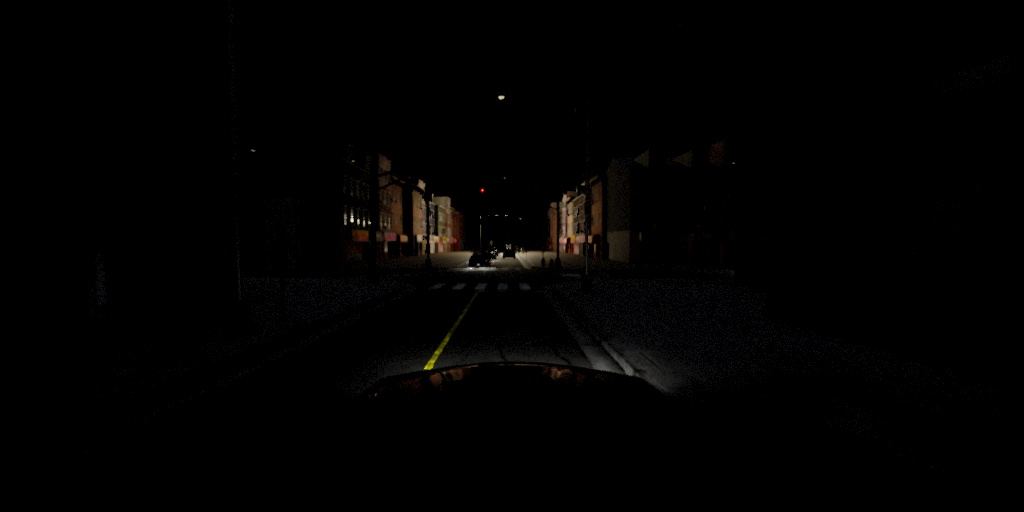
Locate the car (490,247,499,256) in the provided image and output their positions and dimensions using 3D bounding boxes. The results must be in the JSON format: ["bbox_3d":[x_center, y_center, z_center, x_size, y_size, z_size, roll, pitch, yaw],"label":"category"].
[{"bbox_3d":[-2.992,-0.273,46.664,1.837,1.490,4.892,0,2,-1],"label":"car"}]

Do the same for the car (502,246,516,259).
[{"bbox_3d":[-0.388,-0.329,49.513,1.948,1.339,4.313,0,0,-1],"label":"car"}]

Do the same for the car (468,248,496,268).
[{"bbox_3d":[-2.831,0.236,32.575,2.033,1.411,5.357,0,2,-1],"label":"car"}]
